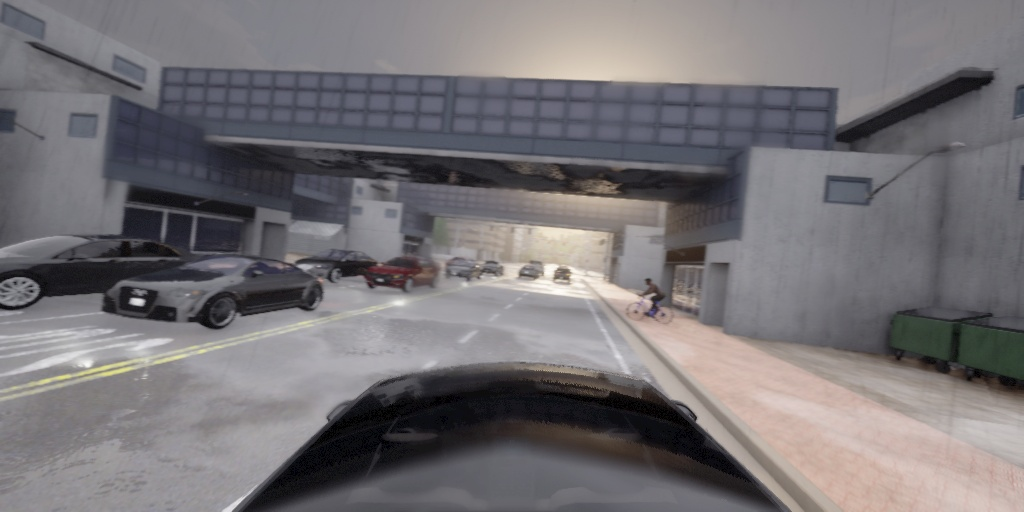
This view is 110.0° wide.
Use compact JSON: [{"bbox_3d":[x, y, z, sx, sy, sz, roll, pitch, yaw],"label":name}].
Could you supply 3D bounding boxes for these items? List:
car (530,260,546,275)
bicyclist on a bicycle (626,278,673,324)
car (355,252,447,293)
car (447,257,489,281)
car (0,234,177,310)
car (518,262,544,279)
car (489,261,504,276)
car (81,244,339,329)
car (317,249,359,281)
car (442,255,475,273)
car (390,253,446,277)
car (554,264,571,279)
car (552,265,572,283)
[{"bbox_3d":[3.348,1.573,48.633,2.150,2.045,5.566,6,0,8],"label":"car"},{"bbox_3d":[5.097,1.647,13.173,1.656,1.620,0.582,6,0,9],"label":"bicyclist on a bicycle"},{"bbox_3d":[-5.039,0.773,17.230,1.882,1.535,5.008,6,0,9],"label":"car"},{"bbox_3d":[-3.545,0.998,27.066,2.128,1.511,4.902,6,0,9],"label":"car"},{"bbox_3d":[-9.940,0.235,8.415,1.837,1.490,4.892,6,0,10],"label":"car"},{"bbox_3d":[1.891,1.710,38.885,1.994,1.385,4.181,6,0,10],"label":"car"},{"bbox_3d":[-2.024,1.225,36.906,1.837,1.490,4.892,6,0,9],"label":"car"},{"bbox_3d":[-6.391,0.669,8.361,1.994,1.385,4.181,6,0,8],"label":"car"},{"bbox_3d":[-8.488,0.425,17.716,2.128,1.511,4.902,6,0,9],"label":"car"},{"bbox_3d":[-5.458,0.837,37.452,1.882,1.535,5.008,6,0,9],"label":"car"},{"bbox_3d":[-7.022,0.688,27.424,2.033,1.411,5.357,6,0,9],"label":"car"},{"bbox_3d":[6.996,2.092,49.366,2.097,1.767,4.553,6,0,9],"label":"car"},{"bbox_3d":[5.463,2.030,39.080,1.837,1.490,4.892,6,0,9],"label":"car"}]
